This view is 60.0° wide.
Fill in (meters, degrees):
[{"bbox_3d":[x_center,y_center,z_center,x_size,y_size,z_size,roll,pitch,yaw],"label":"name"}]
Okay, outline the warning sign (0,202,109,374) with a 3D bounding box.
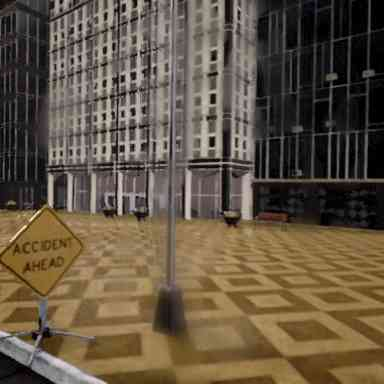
[{"bbox_3d":[-2.020,1.097,4.532,1.060,1.860,1.300,1,0,36],"label":"warning sign"}]
